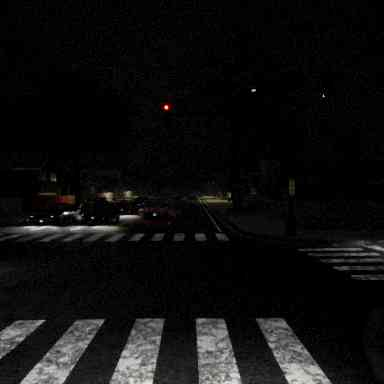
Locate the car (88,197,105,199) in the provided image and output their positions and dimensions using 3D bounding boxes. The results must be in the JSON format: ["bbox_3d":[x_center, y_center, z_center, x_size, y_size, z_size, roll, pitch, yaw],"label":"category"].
[{"bbox_3d":[-9.853,1.286,33.789,2.097,1.767,4.553,0,0,0],"label":"car"}]

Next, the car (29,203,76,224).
[{"bbox_3d":[-9.855,1.512,24.405,2.033,1.411,5.357,0,0,0],"label":"car"}]

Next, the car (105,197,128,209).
[{"bbox_3d":[-9.847,1.432,43.836,1.895,1.301,4.718,0,1,0],"label":"car"}]

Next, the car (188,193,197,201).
[{"bbox_3d":[0.093,0.936,67.084,1.882,1.535,5.008,0,1,0],"label":"car"}]

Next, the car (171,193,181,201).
[{"bbox_3d":[-3.160,0.939,67.773,2.128,1.511,4.902,0,1,0],"label":"car"}]

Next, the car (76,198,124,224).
[{"bbox_3d":[-6.603,1.469,24.484,1.837,1.490,4.892,0,0,0],"label":"car"}]

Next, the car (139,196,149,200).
[{"bbox_3d":[-6.595,1.337,43.785,1.837,1.490,4.892,0,1,0],"label":"car"}]

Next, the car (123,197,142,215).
[{"bbox_3d":[-6.601,1.500,33.381,1.994,1.385,4.181,0,0,0],"label":"car"}]

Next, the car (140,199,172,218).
[{"bbox_3d":[-3.097,1.554,29.439,1.895,1.301,4.718,0,0,-1],"label":"car"}]
